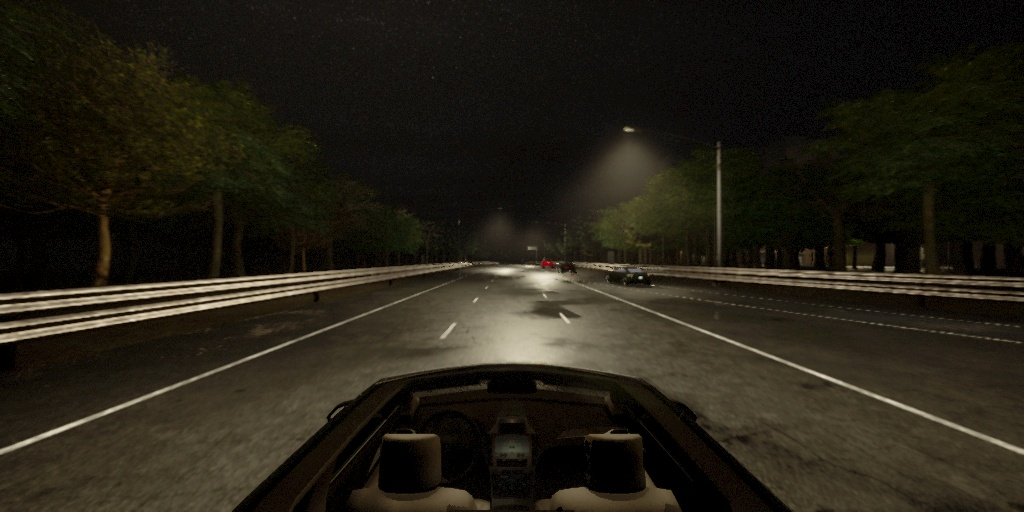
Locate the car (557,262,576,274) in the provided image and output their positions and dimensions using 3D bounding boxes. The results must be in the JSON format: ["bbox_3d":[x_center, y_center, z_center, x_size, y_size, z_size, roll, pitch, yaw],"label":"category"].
[{"bbox_3d":[7.056,1.572,46.364,1.837,1.490,4.892,0,0,-1],"label":"car"}]

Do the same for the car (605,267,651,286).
[{"bbox_3d":[8.788,1.516,27.415,1.994,1.385,4.181,0,0,-10],"label":"car"}]
